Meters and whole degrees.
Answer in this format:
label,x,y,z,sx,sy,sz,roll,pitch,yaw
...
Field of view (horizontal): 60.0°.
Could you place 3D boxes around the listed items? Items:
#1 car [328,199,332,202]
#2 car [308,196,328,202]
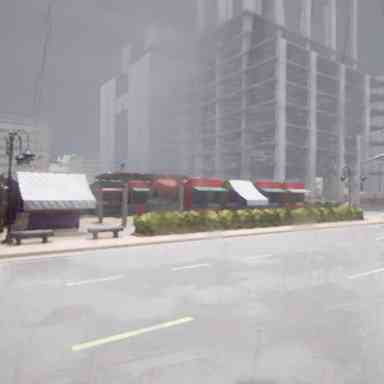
label,x,y,z,sx,sy,sz,roll,pitch,yaw
car,27.147,1.802,69.189,1.905,1.878,3.866,1,0,-36
car,24.755,1.770,67.478,1.905,1.878,3.866,1,0,-36
